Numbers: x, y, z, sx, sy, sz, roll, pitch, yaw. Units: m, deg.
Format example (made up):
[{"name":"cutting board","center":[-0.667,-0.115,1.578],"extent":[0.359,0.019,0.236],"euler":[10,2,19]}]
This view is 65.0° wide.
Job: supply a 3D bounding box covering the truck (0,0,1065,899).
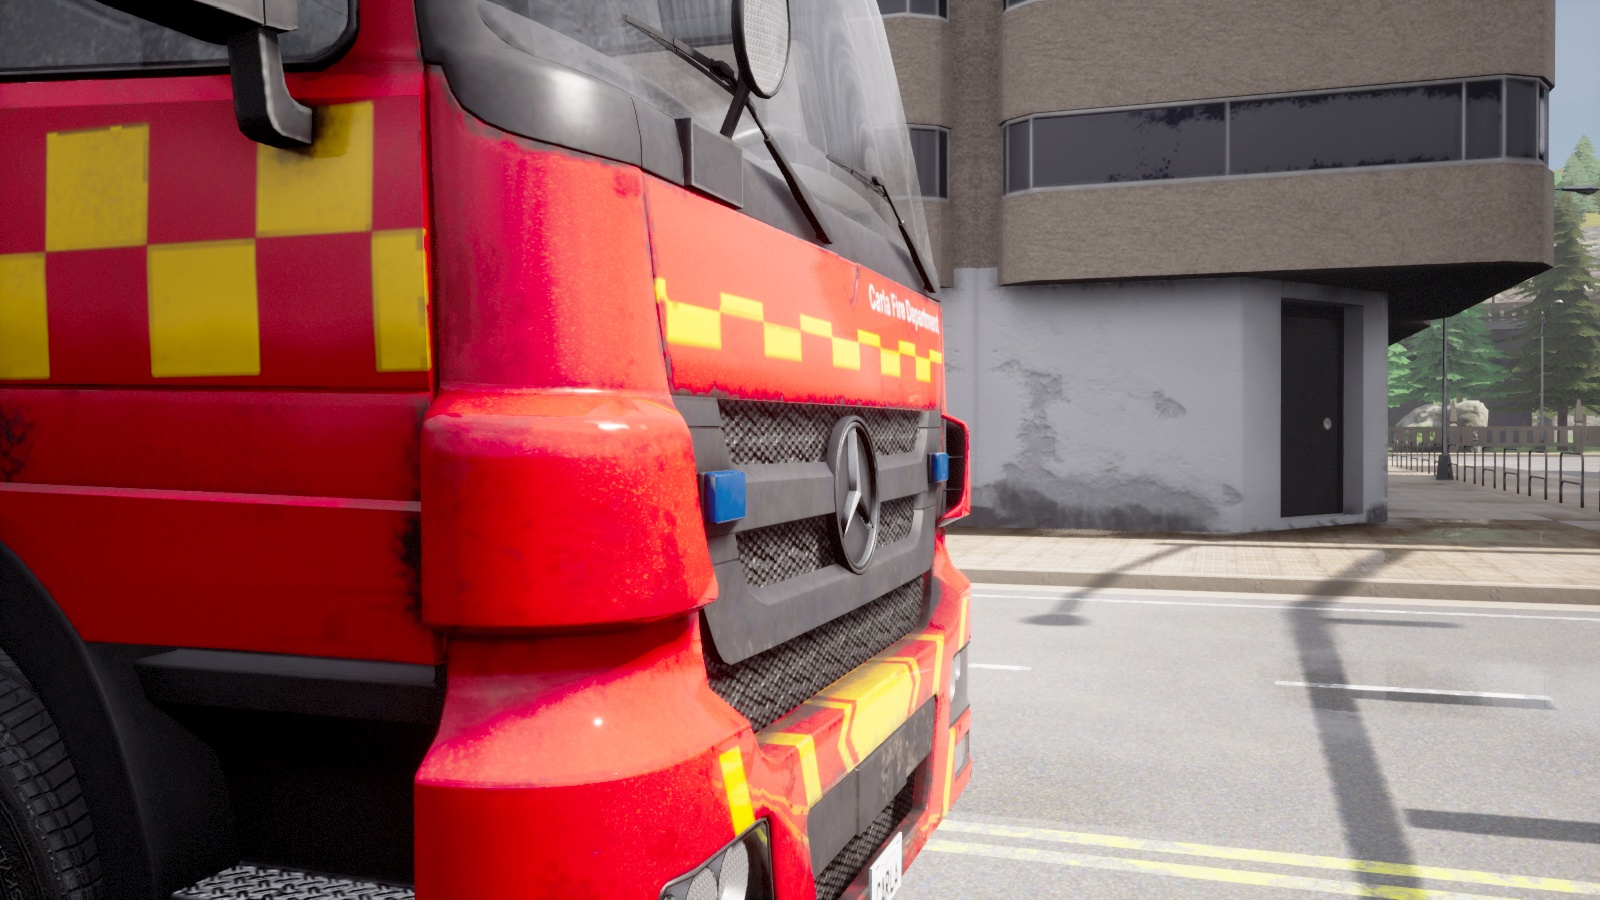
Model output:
[{"name":"truck","center":[-3.556,-0.422,4.371],"extent":[8.468,3.827,2.891],"euler":[1,1,19]}]
